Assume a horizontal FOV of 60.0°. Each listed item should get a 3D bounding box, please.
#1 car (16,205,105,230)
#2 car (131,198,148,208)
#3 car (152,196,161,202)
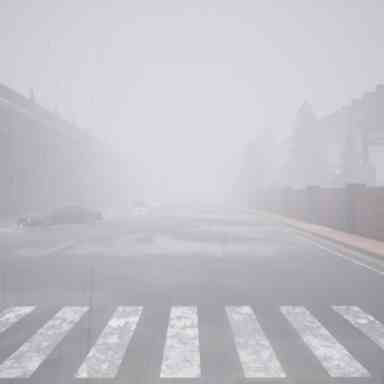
[{"bbox_3d":[-8.363,1.542,21.681,2.033,1.411,5.357,1,0,40],"label":"car"},{"bbox_3d":[-7.273,1.549,46.846,1.994,1.385,4.181,0,0,-1],"label":"car"},{"bbox_3d":[-7.826,1.562,73.569,1.895,1.301,4.718,0,0,-1],"label":"car"}]
